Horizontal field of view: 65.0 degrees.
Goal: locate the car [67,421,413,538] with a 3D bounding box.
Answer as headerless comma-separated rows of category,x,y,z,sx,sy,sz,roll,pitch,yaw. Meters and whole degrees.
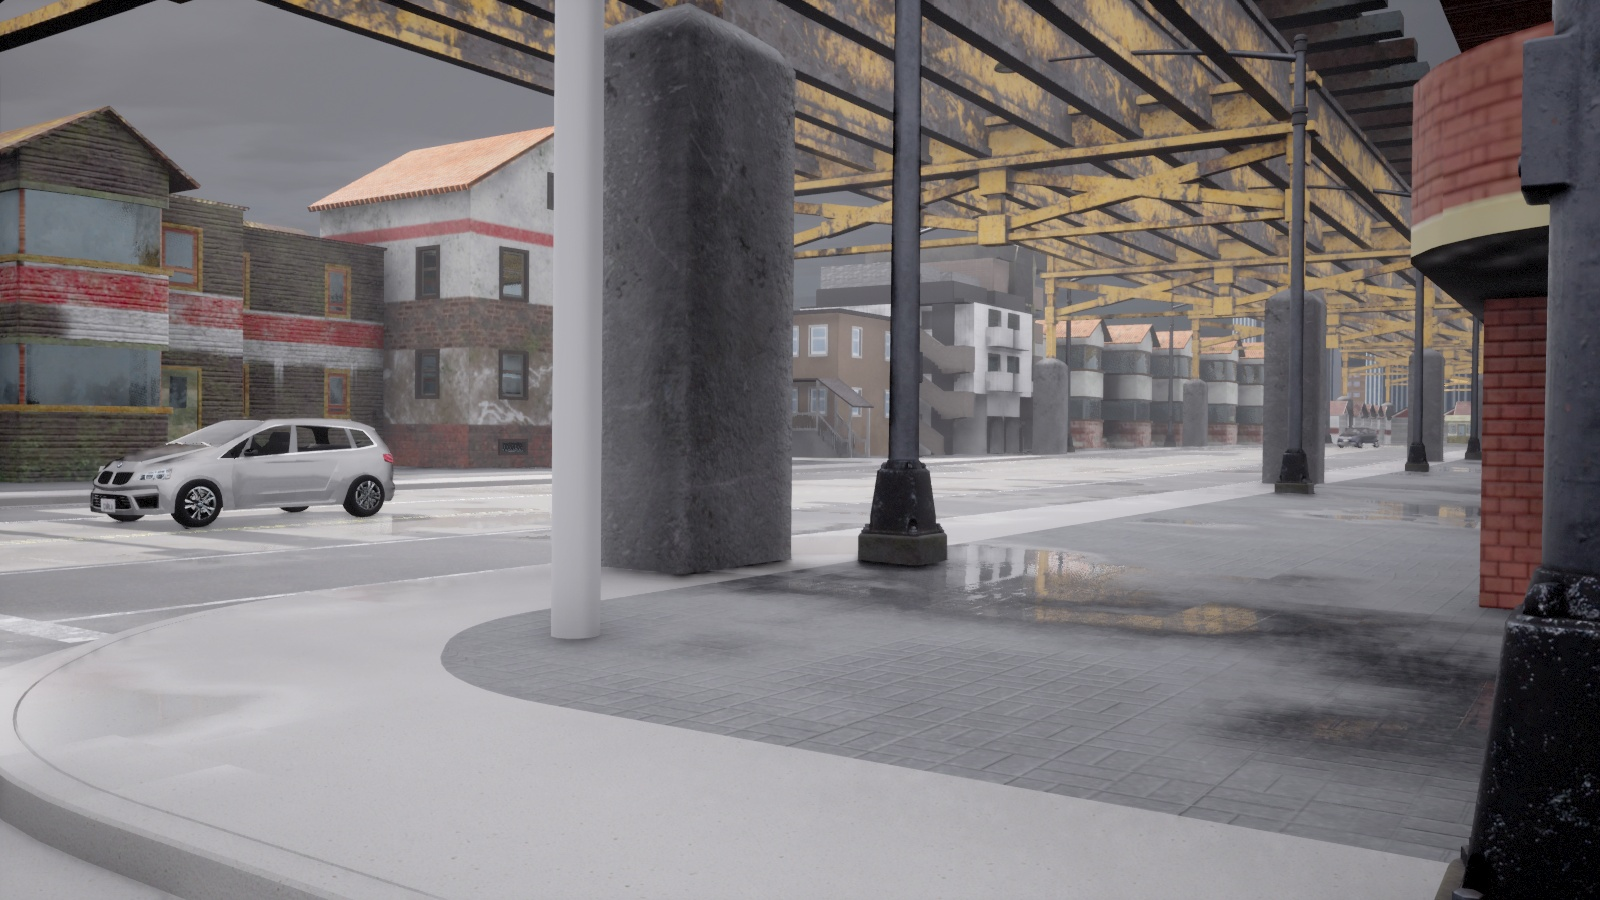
car,-8.884,0.379,20.320,2.242,1.667,4.611,0,1,34
